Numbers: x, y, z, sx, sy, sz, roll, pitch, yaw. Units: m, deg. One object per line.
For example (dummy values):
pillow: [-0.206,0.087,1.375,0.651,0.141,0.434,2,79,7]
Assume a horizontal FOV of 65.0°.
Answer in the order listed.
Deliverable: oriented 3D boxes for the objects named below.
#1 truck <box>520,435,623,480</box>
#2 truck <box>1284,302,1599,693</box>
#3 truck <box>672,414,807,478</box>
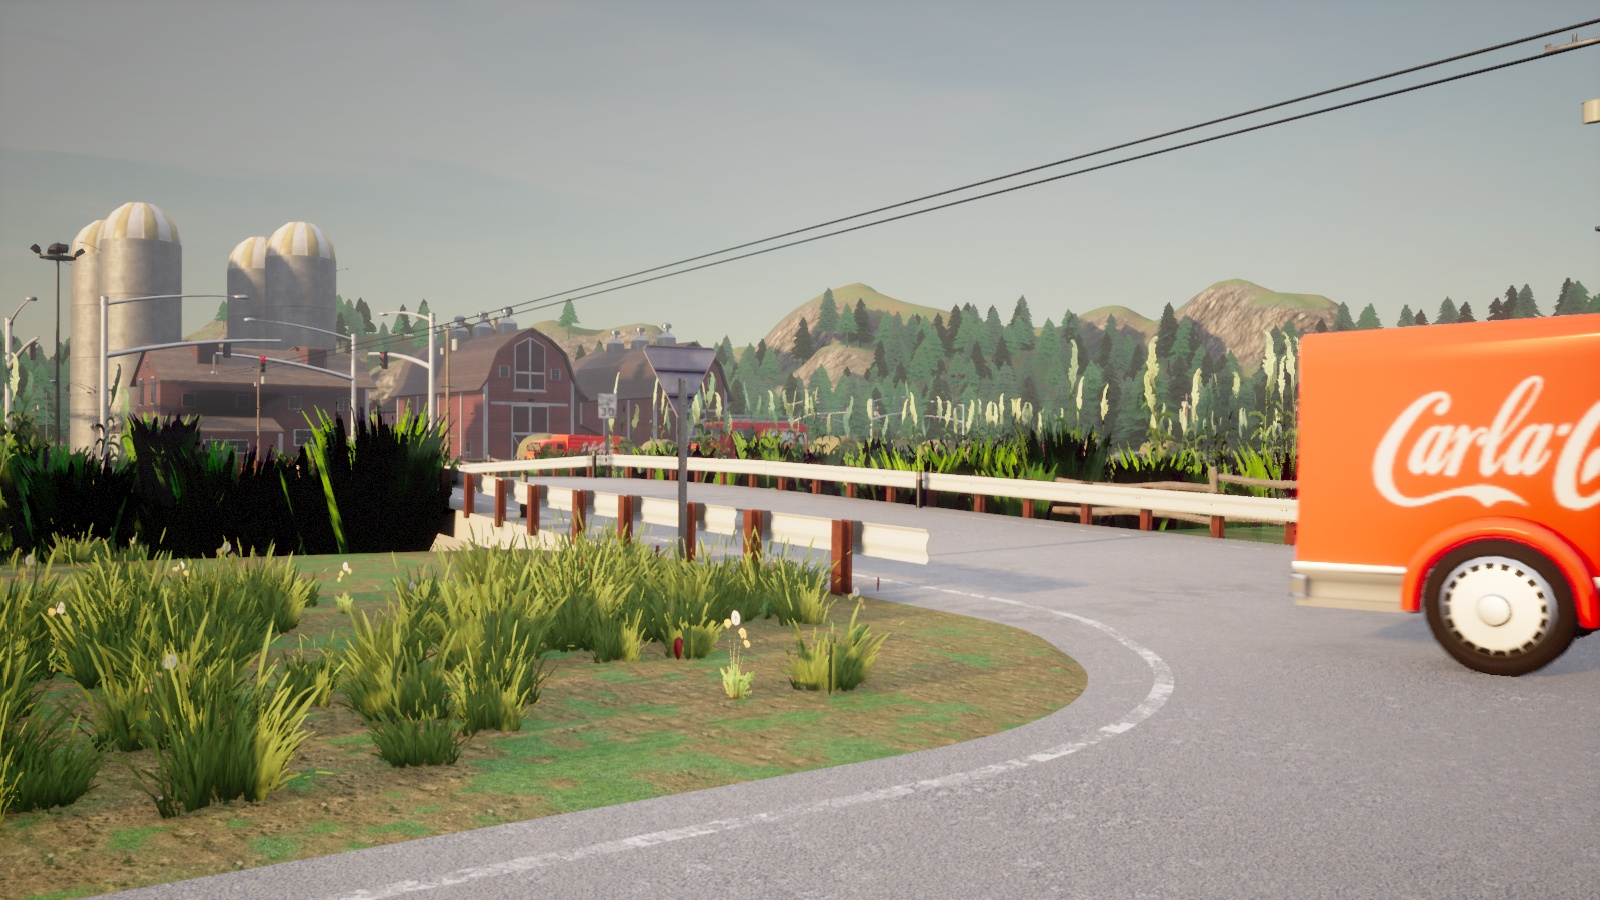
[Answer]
truck: [-13.117,0.418,72.226,5.204,2.467,2.627,0,0,-38]
truck: [6.394,0.259,8.506,5.204,2.467,2.627,-1,1,40]
truck: [-3.749,-0.268,79.603,8.468,3.827,2.891,0,0,-38]
